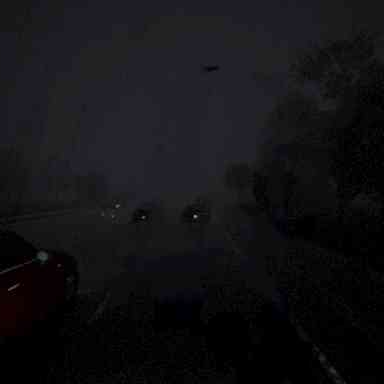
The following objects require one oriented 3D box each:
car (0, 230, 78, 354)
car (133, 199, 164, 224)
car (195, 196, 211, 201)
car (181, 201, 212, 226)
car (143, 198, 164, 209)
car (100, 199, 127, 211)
[{"bbox_3d":[-3.399,1.349,5.043,2.097,1.767,4.553,0,0,0],"label":"car"},{"bbox_3d":[-3.195,1.512,24.728,1.812,1.442,4.674,0,0,1],"label":"car"},{"bbox_3d":[1.363,1.332,42.055,2.097,1.767,4.553,0,0,5],"label":"car"},{"bbox_3d":[0.276,1.552,23.381,1.994,1.385,4.181,0,0,1],"label":"car"},{"bbox_3d":[-5.380,1.574,46.702,1.895,1.301,4.718,0,0,7],"label":"car"},{"bbox_3d":[-9.517,1.522,40.851,2.033,1.411,5.357,0,0,5],"label":"car"}]
